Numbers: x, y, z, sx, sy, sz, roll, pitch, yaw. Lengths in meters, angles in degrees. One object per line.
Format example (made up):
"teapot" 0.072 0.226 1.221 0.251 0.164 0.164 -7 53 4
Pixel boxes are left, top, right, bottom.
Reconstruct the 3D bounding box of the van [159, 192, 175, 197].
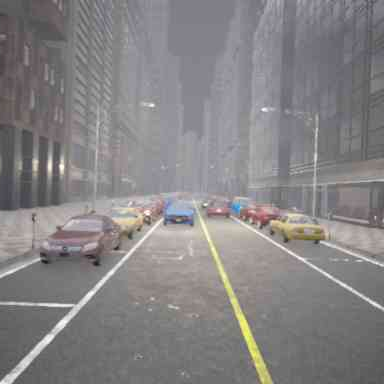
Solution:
"van" -3.629 1.071 44.515 1.690 1.788 3.998 2 0 0

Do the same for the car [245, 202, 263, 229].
"car" 5.049 1.669 22.182 1.887 1.381 4.507 2 0 0

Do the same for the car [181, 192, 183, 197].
"car" -3.879 0.939 78.124 2.192 1.841 5.009 2 0 0

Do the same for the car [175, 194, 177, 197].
"car" -3.681 1.294 50.117 1.802 1.307 4.206 2 0 0

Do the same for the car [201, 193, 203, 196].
"car" 4.504 1.447 95.007 2.008 1.369 4.403 2 0 0

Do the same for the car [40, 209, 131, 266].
"car" -3.388 1.421 10.905 1.802 1.307 4.206 2 0 0

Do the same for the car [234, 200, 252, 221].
"car" 5.007 1.651 27.783 1.887 1.381 4.507 2 0 0

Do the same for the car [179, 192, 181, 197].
"car" -3.800 1.099 66.921 1.967 1.590 4.097 2 0 0

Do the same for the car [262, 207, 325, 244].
"car" 5.090 1.667 16.750 1.752 1.417 4.829 2 0 0

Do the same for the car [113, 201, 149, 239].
"car" -3.426 1.346 16.337 1.752 1.417 4.829 2 0 0

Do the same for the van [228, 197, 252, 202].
"van" 4.973 1.429 33.385 1.690 1.788 3.998 2 0 0

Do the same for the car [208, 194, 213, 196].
"car" 4.714 1.525 66.997 1.887 1.381 4.507 2 0 0

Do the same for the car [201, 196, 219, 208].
"car" 2.157 1.558 42.036 1.895 1.301 4.718 2 0 0

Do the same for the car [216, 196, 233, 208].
"car" 4.844 1.474 50.191 1.967 1.590 4.097 2 0 0

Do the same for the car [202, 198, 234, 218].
"car" 2.312 1.561 30.375 1.994 1.385 4.181 2 0 -1

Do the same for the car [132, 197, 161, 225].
"car" -3.466 1.243 22.108 1.967 1.590 4.097 2 0 0

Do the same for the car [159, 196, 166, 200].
"car" -3.512 1.329 27.710 1.887 1.381 4.507 2 0 0

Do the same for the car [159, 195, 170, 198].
"car" -3.554 1.311 33.312 1.887 1.381 4.507 2 0 0

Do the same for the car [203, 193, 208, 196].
"car" 4.588 1.494 83.804 1.947 1.339 4.313 2 0 0

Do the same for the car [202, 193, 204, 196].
"car" 4.546 1.478 89.405 1.947 1.339 4.313 2 0 0

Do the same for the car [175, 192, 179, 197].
"car" -3.717 1.135 55.718 1.967 1.590 4.097 2 0 0

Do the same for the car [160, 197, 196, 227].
"car" -0.802 1.381 22.105 1.882 1.535 5.008 2 0 0
